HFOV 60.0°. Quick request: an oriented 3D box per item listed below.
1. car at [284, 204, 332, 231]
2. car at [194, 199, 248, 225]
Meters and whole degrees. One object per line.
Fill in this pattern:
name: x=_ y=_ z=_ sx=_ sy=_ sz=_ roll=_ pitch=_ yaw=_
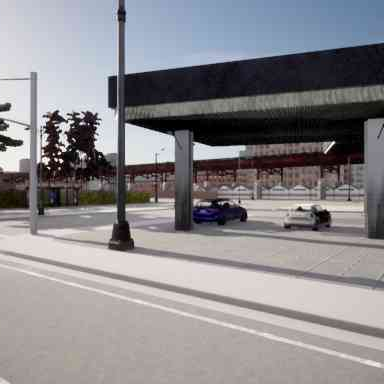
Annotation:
car: x=7.112 y=1.456 z=20.206 sx=1.970 sy=1.475 sz=3.806 roll=0 pitch=0 yaw=37
car: x=2.032 y=1.295 z=22.995 sx=2.242 sy=1.667 sz=4.611 roll=0 pitch=0 yaw=37
